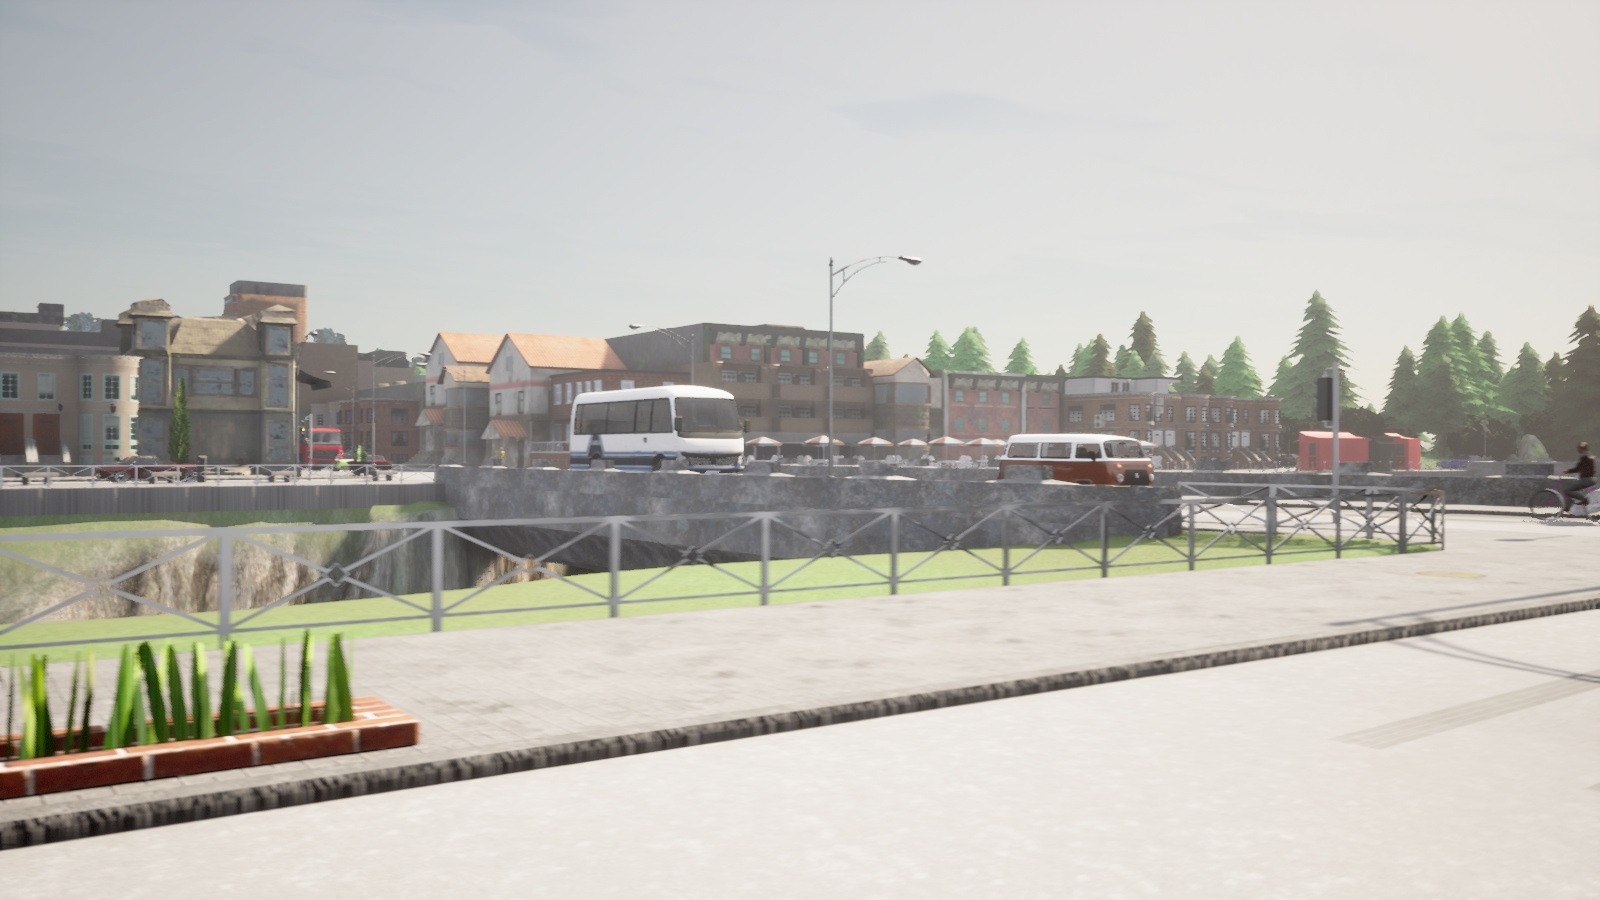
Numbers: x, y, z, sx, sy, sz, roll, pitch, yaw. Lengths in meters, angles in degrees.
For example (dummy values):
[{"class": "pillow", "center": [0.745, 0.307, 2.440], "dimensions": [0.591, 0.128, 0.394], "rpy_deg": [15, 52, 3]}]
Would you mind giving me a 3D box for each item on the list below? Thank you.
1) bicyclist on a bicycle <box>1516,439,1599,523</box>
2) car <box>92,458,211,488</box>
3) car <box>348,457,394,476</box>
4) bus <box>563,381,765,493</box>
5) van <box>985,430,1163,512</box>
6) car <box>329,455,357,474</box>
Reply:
[{"class": "bicyclist on a bicycle", "center": [16.720, 0.647, 27.352], "dimensions": [0.659, 1.776, 1.843], "rpy_deg": [0, 0, -33]}, {"class": "car", "center": [-30.163, 1.052, 58.475], "dimensions": [4.718, 1.301, 1.895], "rpy_deg": [0, 0, -35]}, {"class": "car", "center": [-29.863, 1.122, 87.347], "dimensions": [1.895, 1.301, 4.718], "rpy_deg": [0, 0, -34]}, {"class": "bus", "center": [-5.993, -0.489, 53.017], "dimensions": [3.944, 4.253, 10.273], "rpy_deg": [0, 0, -35]}, {"class": "van", "center": [7.326, 0.536, 33.961], "dimensions": [2.069, 2.038, 4.480], "rpy_deg": [0, 0, -35]}, {"class": "car", "center": [-33.888, 1.099, 93.108], "dimensions": [1.481, 1.376, 2.207], "rpy_deg": [0, -1, -35]}]
